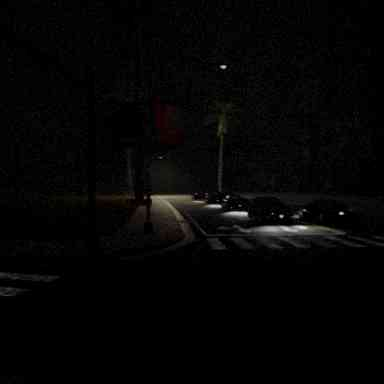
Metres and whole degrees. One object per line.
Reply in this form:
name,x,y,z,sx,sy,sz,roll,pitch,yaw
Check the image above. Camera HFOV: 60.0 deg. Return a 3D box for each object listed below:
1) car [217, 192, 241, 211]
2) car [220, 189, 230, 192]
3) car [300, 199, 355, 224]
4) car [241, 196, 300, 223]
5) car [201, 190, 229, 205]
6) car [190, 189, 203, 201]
car,3.881,0.951,30.311,1.994,1.385,4.181,0,1,-6
car,5.664,0.236,61.122,2.128,1.511,4.902,0,1,-11
car,8.289,1.139,20.866,1.994,1.385,4.181,0,1,-5
car,4.812,1.077,21.152,1.837,1.490,4.892,0,1,-6
car,2.666,0.751,40.051,1.994,1.385,4.181,0,1,-8
car,1.086,0.329,50.078,2.097,1.767,4.553,0,1,-9
